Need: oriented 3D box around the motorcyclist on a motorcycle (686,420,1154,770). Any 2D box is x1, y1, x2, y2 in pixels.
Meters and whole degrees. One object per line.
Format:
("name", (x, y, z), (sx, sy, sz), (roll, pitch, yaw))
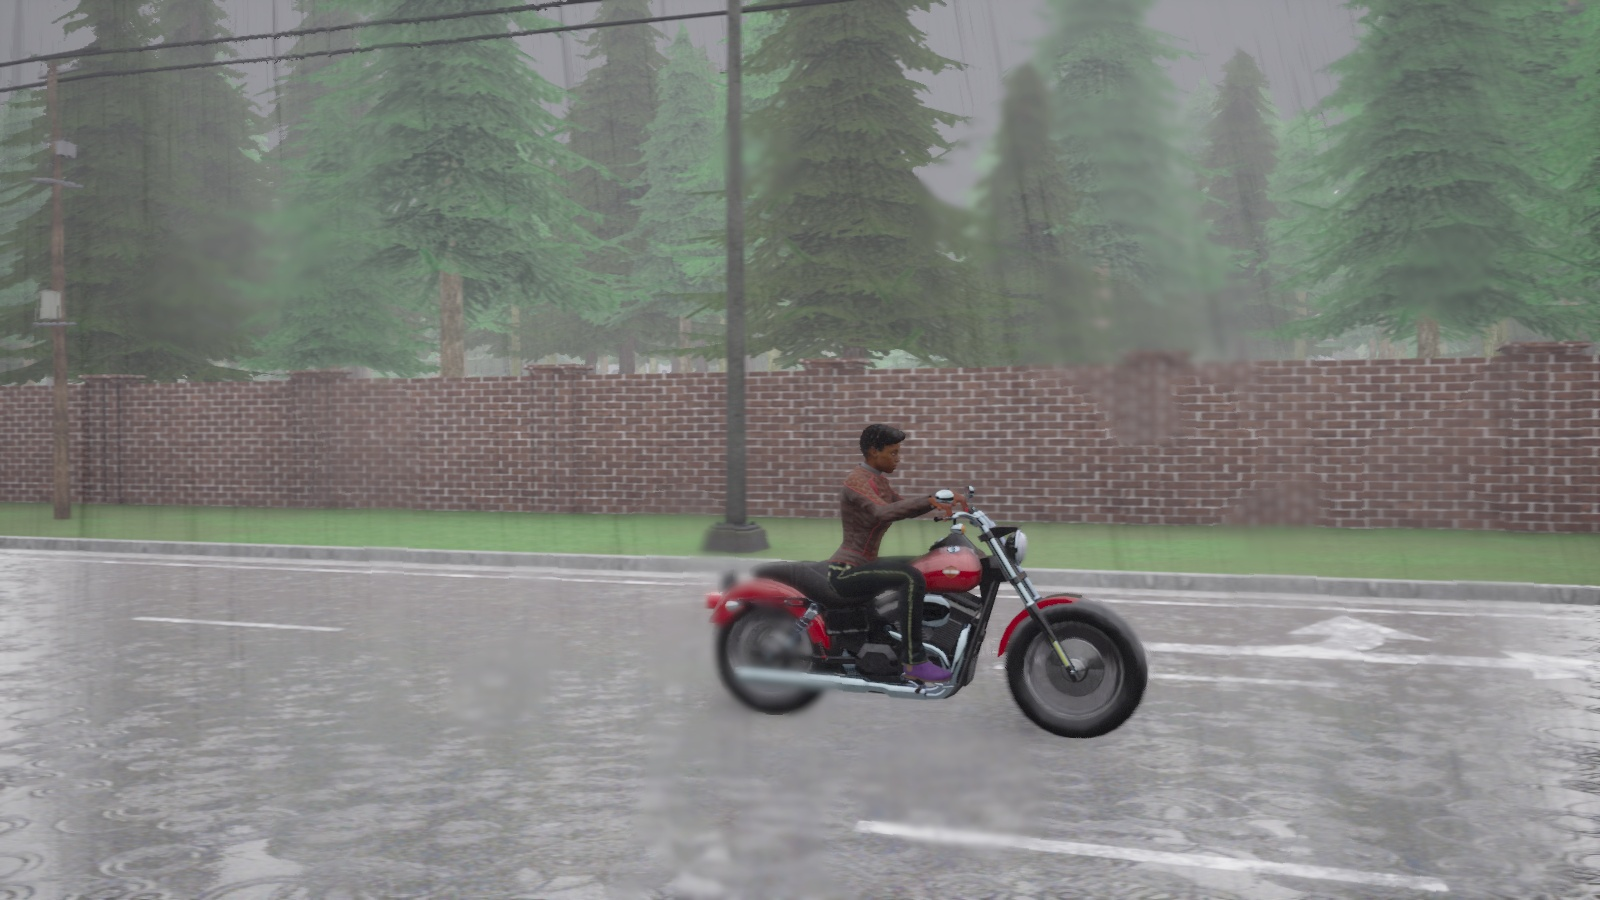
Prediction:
("motorcyclist on a motorcycle", (0.632, 0.672, 6.672), (2.350, 1.649, 0.766), (1, 1, 19))
